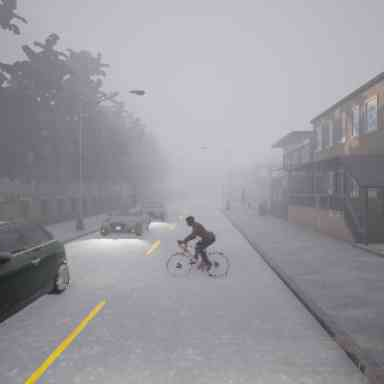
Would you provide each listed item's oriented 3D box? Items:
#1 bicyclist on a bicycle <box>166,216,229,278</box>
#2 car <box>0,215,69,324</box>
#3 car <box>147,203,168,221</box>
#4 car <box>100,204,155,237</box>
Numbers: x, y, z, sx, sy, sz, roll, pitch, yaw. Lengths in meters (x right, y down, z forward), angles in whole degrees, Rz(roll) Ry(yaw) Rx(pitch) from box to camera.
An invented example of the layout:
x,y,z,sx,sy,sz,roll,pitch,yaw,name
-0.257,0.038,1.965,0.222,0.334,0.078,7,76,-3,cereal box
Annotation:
x,y,z,sx,sy,sz,roll,pitch,yaw,name
0.133,1.446,8.635,1.656,1.620,0.582,-2,0,2,bicyclist on a bicycle
-3.936,1.352,5.743,2.097,1.767,4.553,0,0,2,car
-3.059,1.563,26.765,1.994,1.385,4.181,0,0,2,car
-3.479,1.564,17.974,1.994,1.385,4.181,0,0,2,car
